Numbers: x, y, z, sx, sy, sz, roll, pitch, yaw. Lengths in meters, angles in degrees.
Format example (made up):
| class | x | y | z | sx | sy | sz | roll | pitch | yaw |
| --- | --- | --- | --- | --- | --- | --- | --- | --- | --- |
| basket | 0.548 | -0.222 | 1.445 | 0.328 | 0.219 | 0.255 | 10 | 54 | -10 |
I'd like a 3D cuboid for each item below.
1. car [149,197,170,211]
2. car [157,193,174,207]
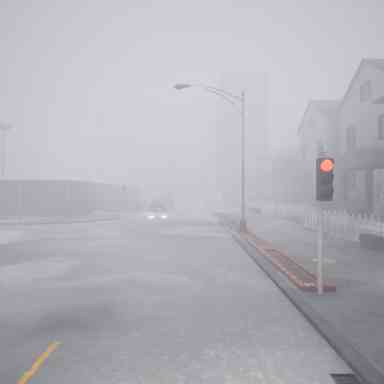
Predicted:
| class | x | y | z | sx | sy | sz | roll | pitch | yaw |
| --- | --- | --- | --- | --- | --- | --- | --- | --- | --- |
| car | -4.083 | 1.601 | 40.949 | 1.895 | 1.301 | 4.718 | 0 | 0 | 0 |
| car | -4.057 | 1.221 | 51.590 | 2.150 | 2.045 | 5.566 | 0 | 0 | 1 |
